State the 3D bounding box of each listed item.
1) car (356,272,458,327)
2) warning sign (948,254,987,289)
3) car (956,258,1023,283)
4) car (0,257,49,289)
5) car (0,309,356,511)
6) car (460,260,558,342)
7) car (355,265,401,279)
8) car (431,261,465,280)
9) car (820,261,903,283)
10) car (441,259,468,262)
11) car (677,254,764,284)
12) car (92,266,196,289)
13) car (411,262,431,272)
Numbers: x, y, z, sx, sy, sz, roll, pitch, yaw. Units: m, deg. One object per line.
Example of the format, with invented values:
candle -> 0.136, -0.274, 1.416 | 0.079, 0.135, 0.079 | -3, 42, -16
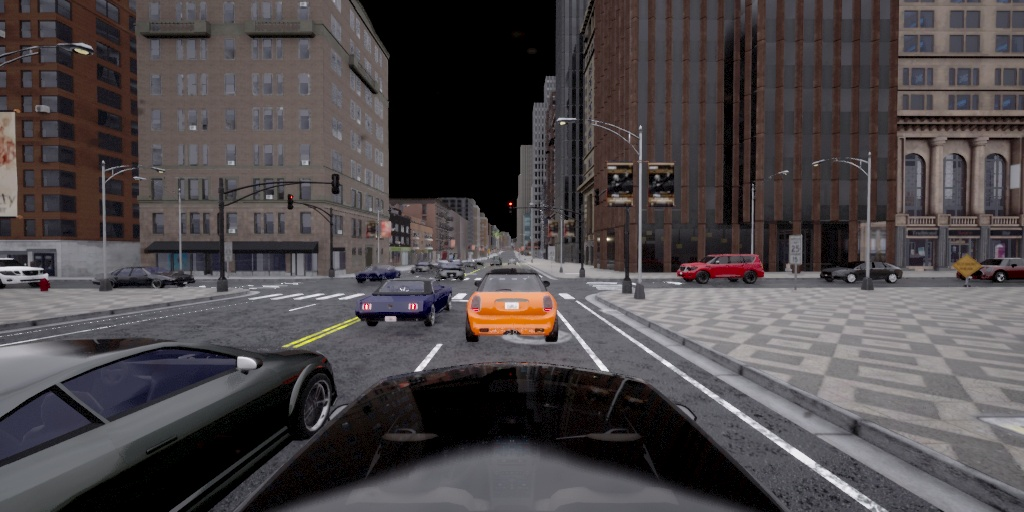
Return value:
car -> -3.154, 1.350, 11.561 | 1.895, 1.301, 4.718 | 0, 0, 0
warning sign -> 25.168, 0.827, 19.830 | 1.060, 1.860, 1.300 | 0, 0, 0
car -> 35.000, 0.926, 25.667 | 4.553, 1.767, 2.097 | 0, 1, 0
car -> -34.311, 1.105, 23.613 | 5.566, 2.045, 2.150 | 0, 1, 0
car -> -3.158, 1.314, 2.742 | 1.994, 1.385, 4.181 | 0, 0, 1
car -> 0.006, 1.101, 9.911 | 2.097, 1.767, 4.553 | 0, 0, 0
car -> -9.864, 1.358, 26.697 | 1.895, 1.301, 4.718 | 0, 0, 0
car -> -5.215, 1.323, 29.421 | 1.994, 1.385, 4.181 | 0, 0, -17
car -> 24.882, 1.119, 25.632 | 4.892, 1.490, 1.837 | 0, 1, 0
car -> -6.624, 1.333, 41.516 | 1.994, 1.385, 4.181 | 0, 0, 0
car -> 14.827, 0.876, 25.590 | 5.566, 2.045, 2.150 | 0, 1, 0
car -> -24.119, 1.397, 23.563 | 5.357, 1.411, 2.033 | 0, 1, 0
car -> -9.868, 1.332, 40.003 | 1.994, 1.385, 4.181 | 0, 0, 0
